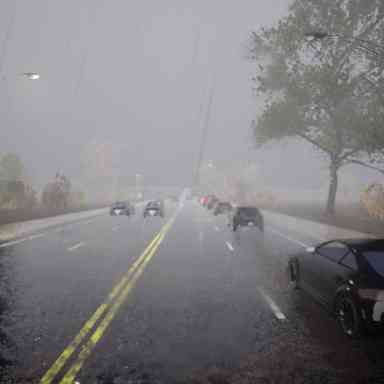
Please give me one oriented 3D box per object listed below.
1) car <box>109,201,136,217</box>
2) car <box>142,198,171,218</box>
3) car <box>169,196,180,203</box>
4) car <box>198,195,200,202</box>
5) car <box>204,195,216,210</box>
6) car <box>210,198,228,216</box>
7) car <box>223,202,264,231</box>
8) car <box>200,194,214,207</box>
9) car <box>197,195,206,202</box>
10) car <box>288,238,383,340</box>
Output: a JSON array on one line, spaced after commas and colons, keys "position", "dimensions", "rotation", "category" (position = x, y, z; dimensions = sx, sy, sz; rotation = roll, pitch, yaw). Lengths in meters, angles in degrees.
[{"position": [-6.704, 1.617, 32.411], "dimensions": [2.128, 1.511, 4.902], "rotation": [0, 0, 0], "category": "car"}, {"position": [-3.447, 1.612, 31.115], "dimensions": [2.128, 1.511, 4.902], "rotation": [0, 0, 0], "category": "car"}, {"position": [-3.766, 1.704, 72.538], "dimensions": [1.837, 1.490, 4.892], "rotation": [0, 0, -1], "category": "car"}, {"position": [2.801, 1.704, 67.031], "dimensions": [1.882, 1.535, 5.008], "rotation": [0, 0, -1], "category": "car"}, {"position": [3.044, 1.596, 45.017], "dimensions": [2.033, 1.649, 4.856], "rotation": [0, 0, -1], "category": "car"}, {"position": [3.132, 1.654, 34.006], "dimensions": [1.812, 1.442, 4.674], "rotation": [0, 0, 0], "category": "car"}, {"position": [3.301, 1.586, 21.125], "dimensions": [1.837, 1.490, 4.892], "rotation": [0, -1, 0], "category": "car"}, {"position": [2.932, 1.418, 56.058], "dimensions": [2.150, 2.045, 5.566], "rotation": [0, 0, -1], "category": "car"}, {"position": [2.536, 1.628, 89.000], "dimensions": [2.097, 1.767, 4.553], "rotation": [0, 0, -1], "category": "car"}, {"position": [3.343, 1.590, 6.568], "dimensions": [1.994, 1.385, 4.181], "rotation": [0, 0, 0], "category": "car"}]
